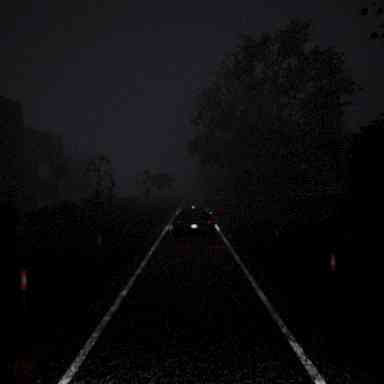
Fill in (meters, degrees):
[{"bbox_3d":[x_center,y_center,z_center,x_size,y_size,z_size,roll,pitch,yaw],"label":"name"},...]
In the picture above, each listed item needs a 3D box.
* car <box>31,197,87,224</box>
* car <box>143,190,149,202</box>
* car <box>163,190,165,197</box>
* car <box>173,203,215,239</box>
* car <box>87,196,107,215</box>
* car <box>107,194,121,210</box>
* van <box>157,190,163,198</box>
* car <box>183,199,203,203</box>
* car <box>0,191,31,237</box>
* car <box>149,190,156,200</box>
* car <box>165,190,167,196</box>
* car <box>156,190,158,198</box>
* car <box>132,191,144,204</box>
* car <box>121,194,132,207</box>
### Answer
[{"bbox_3d":[-8.991,1.183,21.822,2.097,1.535,5.008,0,0,2],"label":"car"},{"bbox_3d":[-9.028,0.931,55.101,2.097,1.535,5.008,0,0,2],"label":"car"},{"bbox_3d":[-9.063,0.714,88.386,2.231,1.521,4.892,0,-1,-2],"label":"car"},{"bbox_3d":[0.095,1.486,16.795,1.994,1.385,4.181,0,0,0],"label":"car"},{"bbox_3d":[-8.997,1.162,27.364,2.231,1.521,4.892,0,1,2],"label":"car"},{"bbox_3d":[-9.003,1.120,32.920,2.097,1.535,5.008,0,0,2],"label":"car"},{"bbox_3d":[-9.062,0.545,82.699,1.878,1.987,4.442,0,1,2],"label":"van"},{"bbox_3d":[0.098,1.371,32.080,1.994,1.385,4.181,0,1,0],"label":"car"},{"bbox_3d":[-8.982,0.971,12.868,2.435,2.045,5.566,0,1,2],"label":"car"},{"bbox_3d":[-9.037,0.643,64.983,2.435,2.045,5.566,0,0,1],"label":"car"},{"bbox_3d":[-9.068,0.710,93.897,2.163,1.488,4.792,0,-1,-2],"label":"car"},{"bbox_3d":[-9.045,0.878,71.730,2.002,1.452,4.674,0,0,0],"label":"car"},{"bbox_3d":[-9.021,0.983,49.553,2.097,1.535,5.008,0,0,2],"label":"car"},{"bbox_3d":[-9.017,1.056,39.301,1.946,1.575,5.366,0,0,2],"label":"car"}]
